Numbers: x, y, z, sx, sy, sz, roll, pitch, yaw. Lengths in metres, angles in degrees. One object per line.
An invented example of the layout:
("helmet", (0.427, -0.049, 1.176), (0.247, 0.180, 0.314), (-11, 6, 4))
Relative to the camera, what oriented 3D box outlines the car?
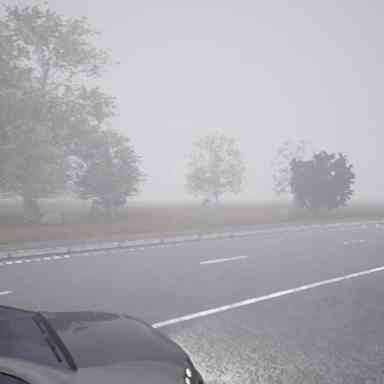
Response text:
("car", (-1.901, 1.560, 2.346), (4.181, 1.385, 1.994), (0, 0, -35))
